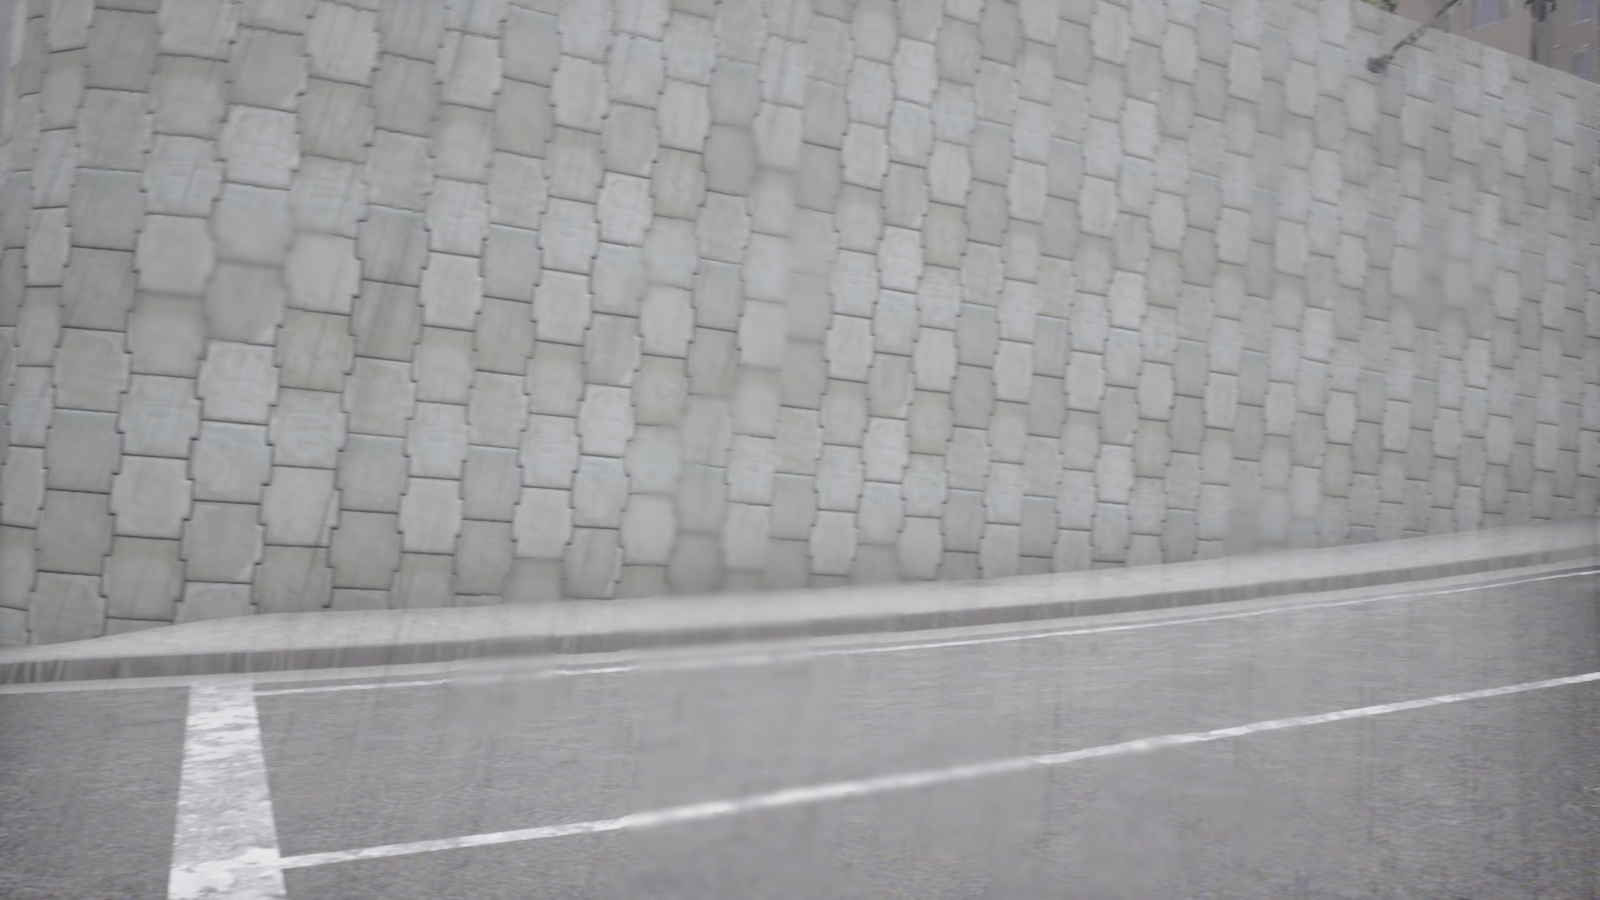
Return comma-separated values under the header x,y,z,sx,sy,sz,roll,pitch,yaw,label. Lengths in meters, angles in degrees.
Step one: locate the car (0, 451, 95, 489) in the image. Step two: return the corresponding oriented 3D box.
x,y,z,sx,sy,sz,roll,pitch,yaw,label
-34.194,0.890,56.386,1.816,1.474,4.193,3,-3,19,car
